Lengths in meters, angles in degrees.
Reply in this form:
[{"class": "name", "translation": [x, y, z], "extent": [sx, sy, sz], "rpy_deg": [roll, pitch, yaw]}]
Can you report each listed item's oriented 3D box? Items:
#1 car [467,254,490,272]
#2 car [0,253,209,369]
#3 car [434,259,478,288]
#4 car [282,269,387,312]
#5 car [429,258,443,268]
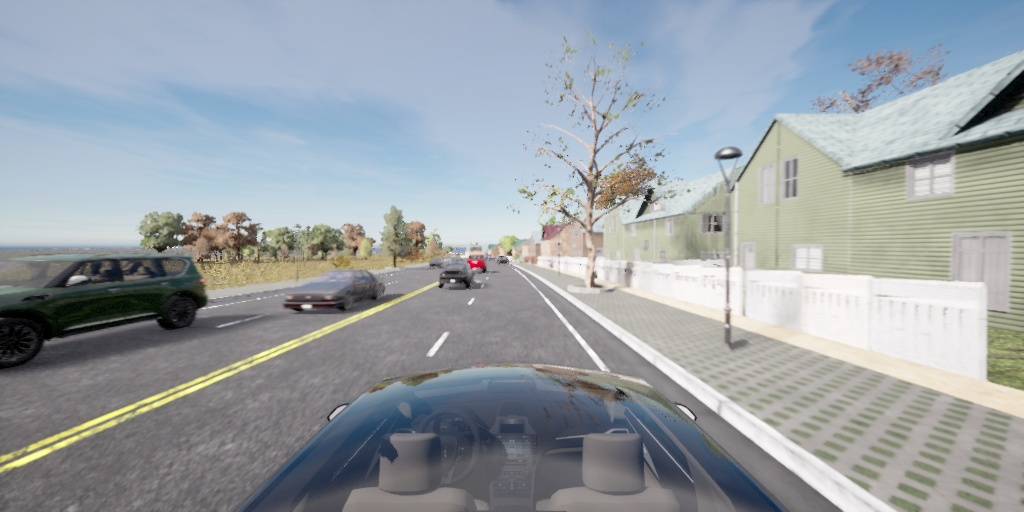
[{"class": "car", "translation": [-4.048, 0.796, 41.528], "extent": [2.150, 2.045, 5.566], "rpy_deg": [0, 0, -2]}, {"class": "car", "translation": [-9.875, 0.950, 8.067], "extent": [2.150, 2.045, 5.566], "rpy_deg": [0, 0, 0]}, {"class": "car", "translation": [-3.441, 1.158, 22.982], "extent": [1.837, 1.490, 4.892], "rpy_deg": [0, 1, -1]}, {"class": "car", "translation": [-6.670, 1.245, 14.290], "extent": [2.033, 1.411, 5.357], "rpy_deg": [0, 0, 0]}, {"class": "car", "translation": [-11.329, 1.045, 54.101], "extent": [1.837, 1.490, 4.892], "rpy_deg": [0, 1, -3]}]
